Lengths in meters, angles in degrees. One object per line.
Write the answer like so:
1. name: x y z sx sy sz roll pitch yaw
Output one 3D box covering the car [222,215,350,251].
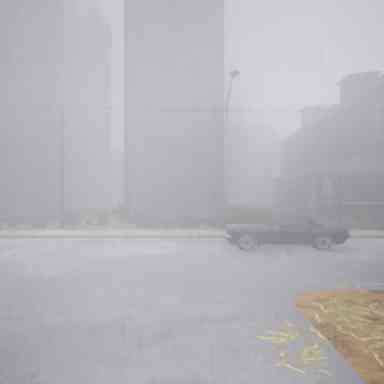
1. car: 3.605 1.599 13.441 4.718 1.301 1.895 0 0 0
